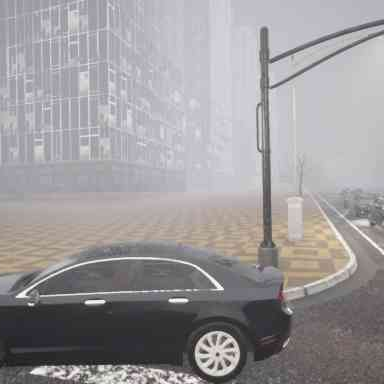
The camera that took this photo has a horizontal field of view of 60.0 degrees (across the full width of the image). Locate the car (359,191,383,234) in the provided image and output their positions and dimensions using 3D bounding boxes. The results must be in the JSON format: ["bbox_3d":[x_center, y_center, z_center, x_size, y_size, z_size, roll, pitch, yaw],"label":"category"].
[{"bbox_3d":[8.983,0.928,14.429,2.128,1.511,4.902,-1,2,18],"label":"car"}]

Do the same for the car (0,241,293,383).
[{"bbox_3d":[-1.093,1.505,4.778,4.892,1.490,1.837,0,0,0],"label":"car"}]

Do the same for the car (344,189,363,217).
[{"bbox_3d":[11.023,0.759,20.726,1.994,1.385,4.181,-1,2,17],"label":"car"}]

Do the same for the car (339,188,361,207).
[{"bbox_3d":[13.008,0.453,26.793,2.128,1.511,4.902,-1,2,18],"label":"car"}]
